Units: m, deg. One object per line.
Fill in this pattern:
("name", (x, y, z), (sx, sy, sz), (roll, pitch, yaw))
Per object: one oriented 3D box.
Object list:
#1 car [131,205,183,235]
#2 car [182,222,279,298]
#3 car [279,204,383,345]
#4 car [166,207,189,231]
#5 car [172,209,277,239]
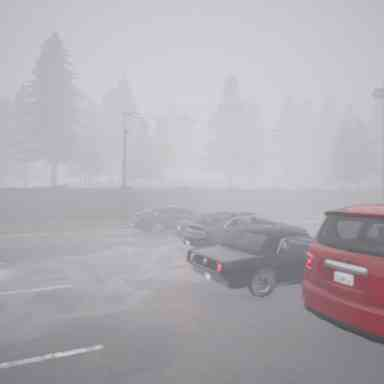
("car", (-0.917, 1.491, 18.479), (4.892, 1.490, 1.837), (0, 0, -26))
("car", (2.352, 1.597, 8.404), (4.718, 1.301, 1.895), (0, 0, -26))
("car", (4.399, 1.222, 5.503), (5.566, 2.045, 2.150), (0, 0, -26))
("car", (1.217, 1.554, 15.620), (4.181, 1.385, 1.994), (0, 0, -26))
("car", (2.039, 1.485, 12.132), (4.902, 1.511, 2.128), (0, 0, -26))
